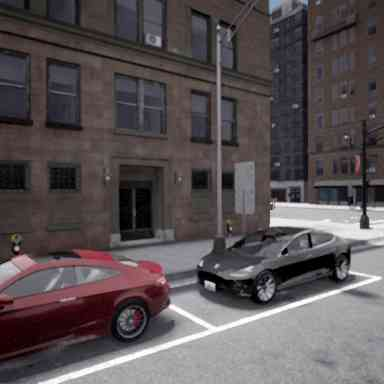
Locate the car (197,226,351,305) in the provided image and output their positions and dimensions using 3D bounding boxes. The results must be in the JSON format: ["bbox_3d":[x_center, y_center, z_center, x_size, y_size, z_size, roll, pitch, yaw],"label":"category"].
[{"bbox_3d":[2.139,1.537,8.064,4.313,1.339,1.947,0,0,-36],"label":"car"}]

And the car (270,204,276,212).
[{"bbox_3d":[6.550,1.436,35.408,1.895,1.301,4.718,-1,0,-36],"label":"car"}]

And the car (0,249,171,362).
[{"bbox_3d":[-2.297,1.578,4.896,4.206,1.307,1.802,0,0,-36],"label":"car"}]
